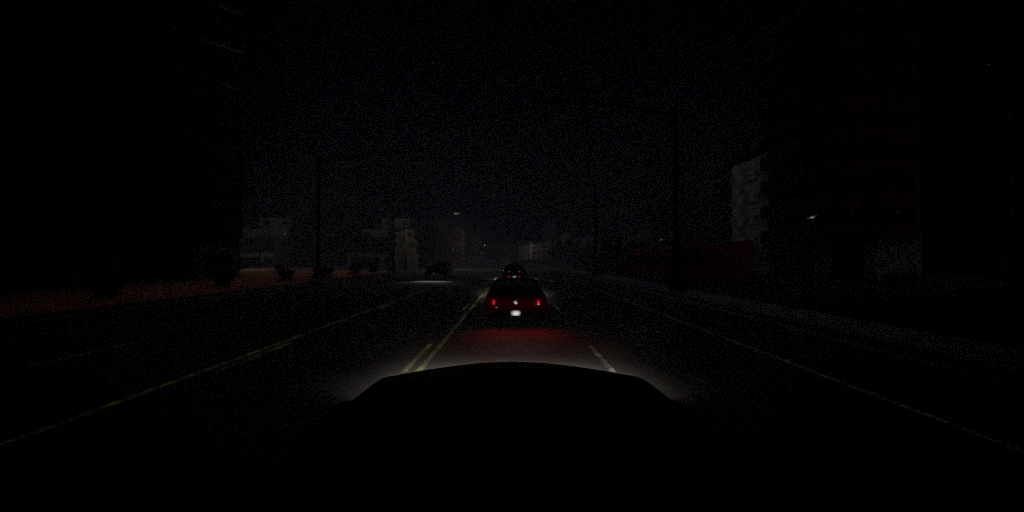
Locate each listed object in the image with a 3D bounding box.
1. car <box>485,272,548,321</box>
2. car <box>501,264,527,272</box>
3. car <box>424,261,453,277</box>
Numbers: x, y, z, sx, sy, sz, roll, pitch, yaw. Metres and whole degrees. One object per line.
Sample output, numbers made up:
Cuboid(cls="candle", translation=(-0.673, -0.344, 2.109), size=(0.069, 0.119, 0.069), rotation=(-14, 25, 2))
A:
Cuboid(cls="car", translation=(0.125, 1.401, 12.740), size=(1.895, 1.301, 4.718), rotation=(0, 0, 0))
Cuboid(cls="car", translation=(0.173, 1.379, 29.429), size=(1.837, 1.490, 4.892), rotation=(0, 0, 0))
Cuboid(cls="car", translation=(-6.913, 1.145, 34.383), size=(2.033, 1.411, 5.357), rotation=(0, 0, 0))
